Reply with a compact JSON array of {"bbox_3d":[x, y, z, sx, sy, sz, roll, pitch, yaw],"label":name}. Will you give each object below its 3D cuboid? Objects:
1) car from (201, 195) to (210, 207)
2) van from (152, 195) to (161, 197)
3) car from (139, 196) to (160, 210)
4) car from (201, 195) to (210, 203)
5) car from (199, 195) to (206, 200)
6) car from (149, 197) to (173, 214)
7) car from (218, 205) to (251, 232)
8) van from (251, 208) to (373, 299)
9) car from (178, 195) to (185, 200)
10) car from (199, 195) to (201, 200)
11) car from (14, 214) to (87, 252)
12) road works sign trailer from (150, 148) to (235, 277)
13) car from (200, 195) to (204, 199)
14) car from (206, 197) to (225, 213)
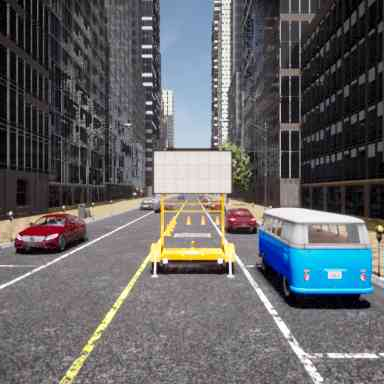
[{"bbox_3d":[2.793,1.544,47.994,2.008,1.369,4.403,0,0,0],"label":"car"},{"bbox_3d":[-5.575,1.328,53.708,1.690,1.788,3.998,0,0,0],"label":"van"},{"bbox_3d":[-5.600,1.548,42.323,2.008,1.369,4.403,0,0,0],"label":"car"},{"bbox_3d":[2.842,1.401,70.763,1.967,1.590,4.097,0,0,0],"label":"car"},{"bbox_3d":[2.891,1.462,93.534,1.887,1.381,4.507,0,0,0],"label":"car"},{"bbox_3d":[-3.023,1.546,36.166,2.033,1.411,5.357,0,0,0],"label":"car"},{"bbox_3d":[2.732,1.581,19.531,1.802,1.307,4.206,0,0,0],"label":"car"},{"bbox_3d":[2.708,1.341,8.147,1.690,1.788,3.998,0,0,0],"label":"van"},{"bbox_3d":[-2.808,1.494,90.176,1.994,1.385,4.181,0,0,0],"label":"car"},{"bbox_3d":[2.830,1.410,65.071,1.967,1.590,4.097,0,0,0],"label":"car"},{"bbox_3d":[-5.661,1.582,13.860,1.802,1.307,4.206,0,0,0],"label":"car"},{"bbox_3d":[0.022,0.464,10.172,2.380,3.560,2.880,0,0,0],"label":"road works sign trailer"},{"bbox_3d":[2.805,1.538,53.686,2.008,1.369,4.403,0,0,0],"label":"car"},{"bbox_3d":[2.769,1.581,36.609,1.802,1.307,4.206,0,0,0],"label":"car"}]
